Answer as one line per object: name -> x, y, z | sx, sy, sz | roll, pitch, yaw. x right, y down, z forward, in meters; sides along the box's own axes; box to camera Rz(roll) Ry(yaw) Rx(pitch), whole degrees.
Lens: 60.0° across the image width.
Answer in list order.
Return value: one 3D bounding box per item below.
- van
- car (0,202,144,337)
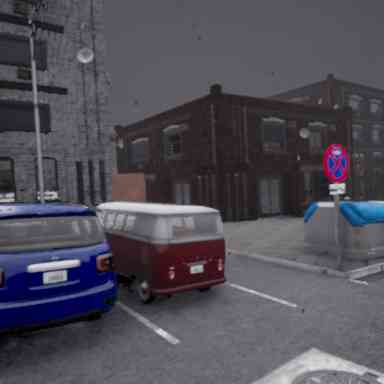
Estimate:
van -> -1.159, 1.259, 8.320 | 1.878, 1.987, 4.442 | 0, 0, -36
car -> -3.380, 1.230, 6.627 | 2.435, 2.045, 5.566 | 0, 0, -36
